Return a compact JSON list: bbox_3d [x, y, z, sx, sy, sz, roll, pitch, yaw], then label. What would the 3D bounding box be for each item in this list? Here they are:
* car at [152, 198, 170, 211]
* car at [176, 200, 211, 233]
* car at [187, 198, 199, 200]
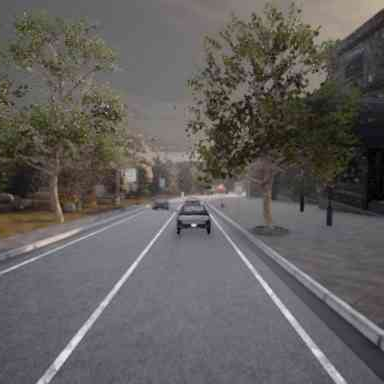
[{"bbox_3d":[-3.599,1.475,39.789,2.033,1.411,5.357,0,0,0],"label":"car"},{"bbox_3d":[0.094,1.456,19.253,2.128,1.511,4.902,0,0,0],"label":"car"},{"bbox_3d":[0.089,1.432,39.661,1.837,1.490,4.892,0,0,0],"label":"car"}]
